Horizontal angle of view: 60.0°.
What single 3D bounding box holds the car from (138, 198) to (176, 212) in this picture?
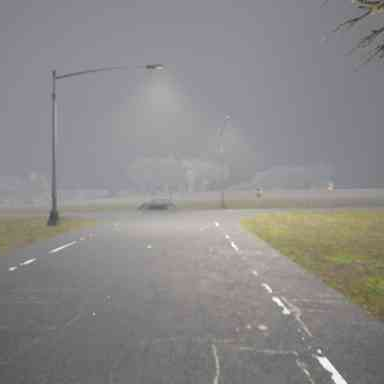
[{"bbox_3d":[-4.181,1.476,39.681,4.553,1.767,2.097,-1,-1,0],"label":"car"}]
